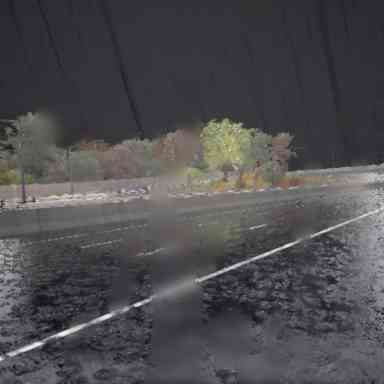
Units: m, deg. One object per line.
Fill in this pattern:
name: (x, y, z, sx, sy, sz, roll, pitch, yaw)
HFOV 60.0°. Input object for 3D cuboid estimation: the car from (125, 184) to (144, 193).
car: (-12.770, -0.588, 74.347, 2.150, 2.045, 5.566, -3, 3, 20)

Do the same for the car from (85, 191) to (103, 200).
car: (-17.838, 0.696, 59.810, 1.837, 1.490, 4.892, -3, 2, 19)

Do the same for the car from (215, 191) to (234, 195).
car: (5.239, 0.602, 55.163, 2.128, 1.511, 4.902, -2, 1, 40)

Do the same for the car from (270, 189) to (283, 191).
car: (13.714, 0.225, 54.408, 1.837, 1.490, 4.892, -2, 0, 40)

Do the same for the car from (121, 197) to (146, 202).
car: (-7.199, 1.376, 40.132, 2.033, 1.411, 5.357, -2, 1, 40)

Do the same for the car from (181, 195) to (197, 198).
car: (-0.425, 1.059, 37.344, 1.812, 1.442, 4.674, -2, 1, 40)

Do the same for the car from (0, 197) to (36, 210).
car: (-22.707, 1.419, 43.596, 2.128, 1.511, 4.902, -3, 1, 16)
